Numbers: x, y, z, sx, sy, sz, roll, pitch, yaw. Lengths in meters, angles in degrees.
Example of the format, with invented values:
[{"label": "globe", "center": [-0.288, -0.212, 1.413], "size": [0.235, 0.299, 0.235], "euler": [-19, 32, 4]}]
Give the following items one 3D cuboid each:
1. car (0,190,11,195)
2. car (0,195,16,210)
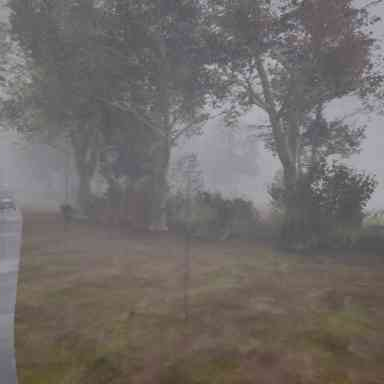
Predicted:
[{"label": "car", "center": [-30.005, 0.648, 52.731], "size": [2.150, 2.045, 5.566], "euler": [0, 2, -34]}, {"label": "car", "center": [-22.524, 1.423, 40.365], "size": [1.812, 1.442, 4.674], "euler": [0, 1, -29]}]
